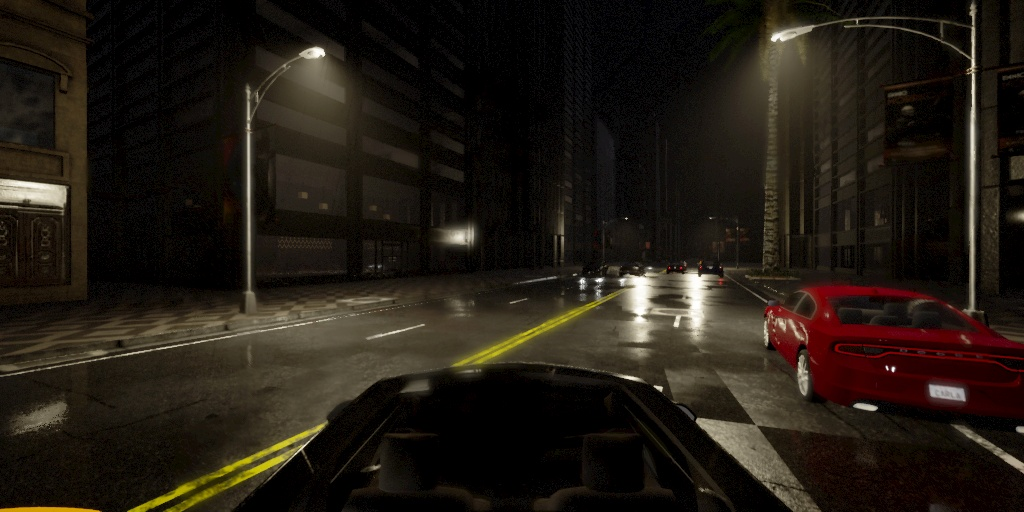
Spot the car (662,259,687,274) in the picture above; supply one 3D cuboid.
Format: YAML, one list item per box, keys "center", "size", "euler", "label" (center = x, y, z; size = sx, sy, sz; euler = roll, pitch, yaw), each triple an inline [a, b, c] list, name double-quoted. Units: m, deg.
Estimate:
- center: [18.625, 1.315, 40.713]
  size: [2.033, 1.411, 5.357]
  euler: [0, 0, 27]
  label: "car"

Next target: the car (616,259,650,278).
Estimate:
- center: [11.729, 1.310, 34.845]
  size: [2.033, 1.411, 5.357]
  euler: [0, 0, 27]
  label: "car"

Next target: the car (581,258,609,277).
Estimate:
- center: [8.170, 1.266, 35.027]
  size: [1.837, 1.490, 4.892]
  euler: [0, 0, 27]
  label: "car"

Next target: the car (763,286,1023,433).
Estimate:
- center: [5.511, 1.228, 5.807]
  size: [1.882, 1.535, 5.008]
  euler: [0, 0, 27]
  label: "car"

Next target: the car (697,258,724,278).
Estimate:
- center: [19.269, 1.116, 34.891]
  size: [2.097, 1.767, 4.553]
  euler: [0, 0, 27]
  label: "car"
